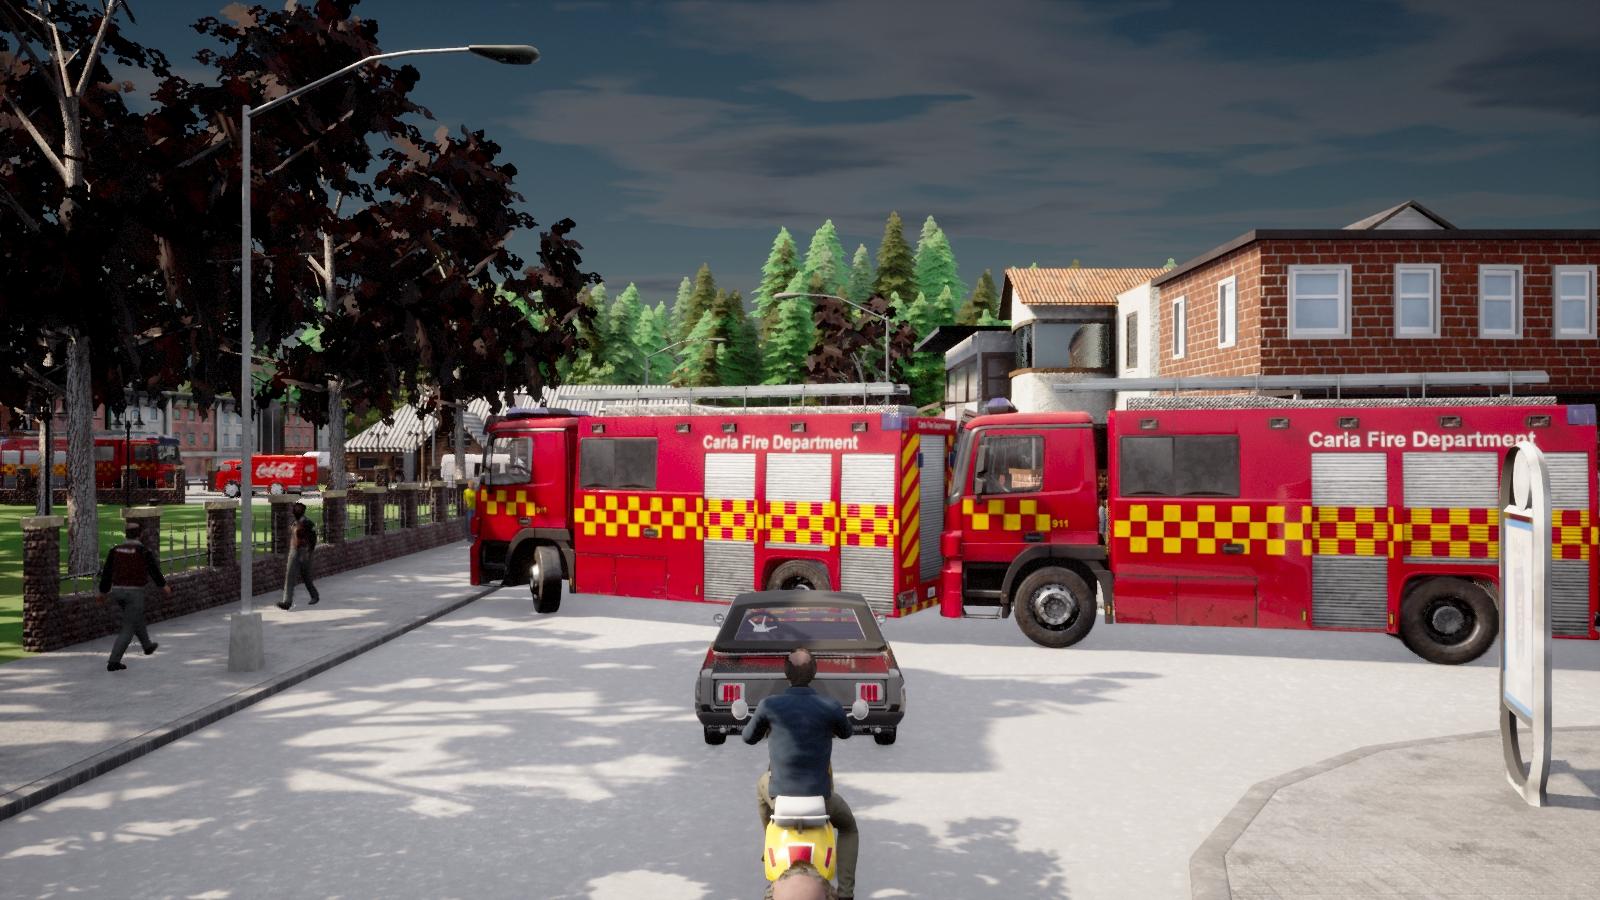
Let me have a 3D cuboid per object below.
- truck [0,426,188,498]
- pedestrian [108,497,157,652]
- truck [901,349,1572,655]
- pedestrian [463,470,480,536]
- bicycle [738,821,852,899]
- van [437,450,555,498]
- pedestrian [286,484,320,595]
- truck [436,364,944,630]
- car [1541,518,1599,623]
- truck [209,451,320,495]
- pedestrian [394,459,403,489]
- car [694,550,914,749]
[{"bbox_3d":[-38.738,0.645,62.853,8.468,3.827,2.891,0,0,-4],"label":"truck"},{"bbox_3d":[-8.216,1.517,14.066,0.375,1.860,0.375,0,0,5],"label":"pedestrian"},{"bbox_3d":[5.917,0.661,16.752,8.468,3.827,2.891,0,0,15],"label":"truck"},{"bbox_3d":[-9.363,1.512,32.613,0.375,1.860,0.375,0,0,0],"label":"pedestrian"},{"bbox_3d":[-0.015,1.938,3.086,0.329,1.271,1.835,0,0,0],"label":"bicycle"},{"bbox_3d":[-16.613,1.289,62.612,5.915,2.561,1.988,0,0,0],"label":"van"},{"bbox_3d":[-8.460,1.517,19.452,0.375,1.860,0.375,0,0,15],"label":"pedestrian"},{"bbox_3d":[-2.040,0.664,19.657,8.468,3.827,2.891,0,0,27],"label":"truck"},{"bbox_3d":[14.303,1.835,17.290,4.792,1.488,2.163,0,0,0],"label":"car"},{"bbox_3d":[-31.159,1.329,66.622,5.204,2.467,2.627,1,0,0],"label":"truck"},{"bbox_3d":[-25.016,1.496,71.118,0.375,1.860,0.375,0,0,29],"label":"pedestrian"},{"bbox_3d":[0.033,1.930,12.217,1.895,1.301,4.718,0,0,0],"label":"car"}]
